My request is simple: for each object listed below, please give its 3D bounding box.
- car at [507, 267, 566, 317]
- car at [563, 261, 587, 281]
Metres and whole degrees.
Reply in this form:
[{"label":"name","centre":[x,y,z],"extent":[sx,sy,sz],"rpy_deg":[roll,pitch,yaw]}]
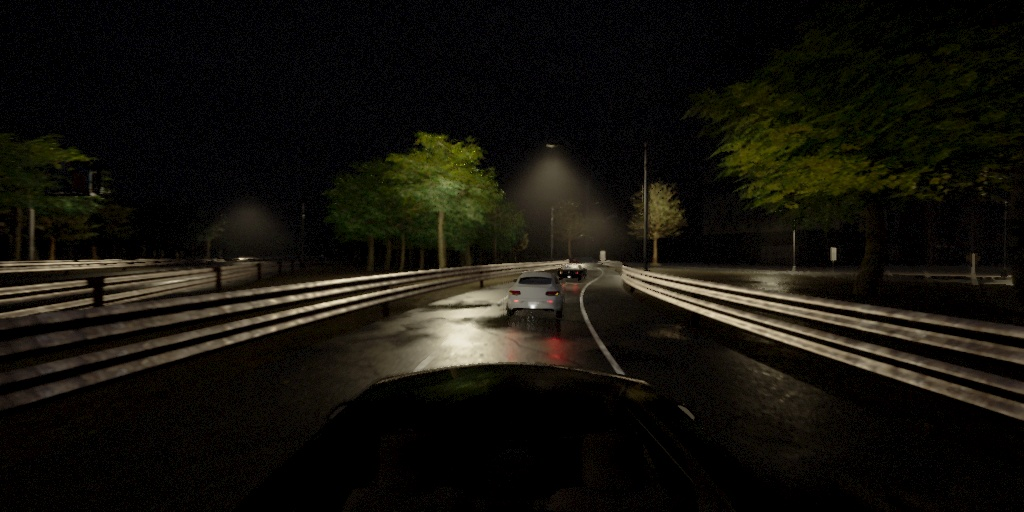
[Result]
[{"label":"car","centre":[0.974,1.288,13.167],"extent":[1.812,1.442,4.674],"rpy_deg":[0,0,9]},{"label":"car","centre":[5.215,1.369,30.456],"extent":[1.895,1.301,4.718],"rpy_deg":[0,0,18]}]
